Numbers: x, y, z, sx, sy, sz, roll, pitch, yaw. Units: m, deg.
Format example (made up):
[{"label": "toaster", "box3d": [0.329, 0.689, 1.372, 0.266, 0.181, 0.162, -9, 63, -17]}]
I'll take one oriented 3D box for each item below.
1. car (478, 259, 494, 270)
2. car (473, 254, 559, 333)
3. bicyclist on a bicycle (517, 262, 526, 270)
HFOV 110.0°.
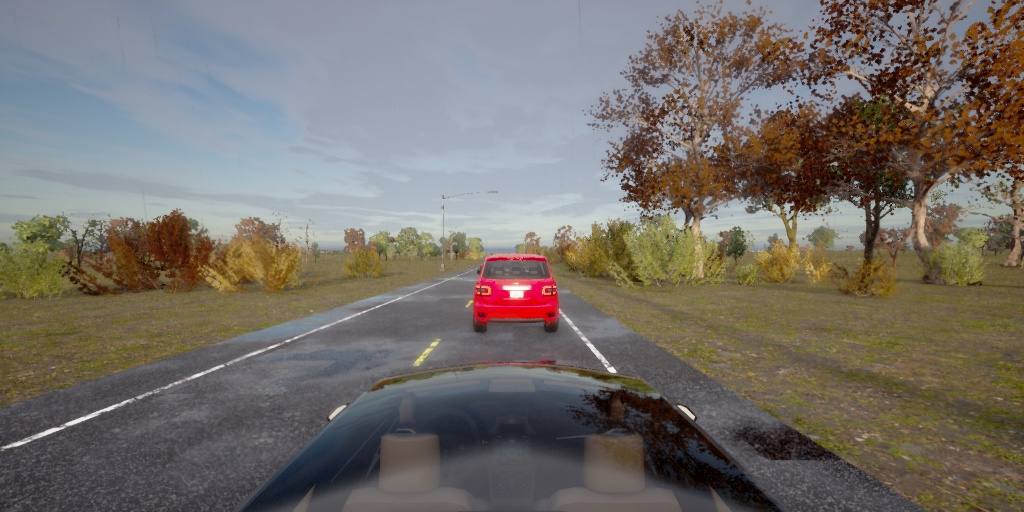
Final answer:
[{"label": "car", "box3d": [-3.895, 1.224, 54.638, 2.128, 1.511, 4.902, 0, 0, -1]}, {"label": "car", "box3d": [0.083, 0.968, 10.894, 2.150, 2.045, 5.566, 0, 0, -1]}, {"label": "bicyclist on a bicycle", "box3d": [0.873, 1.109, 30.073, 0.659, 1.776, 1.843, 0, 0, 0]}]
